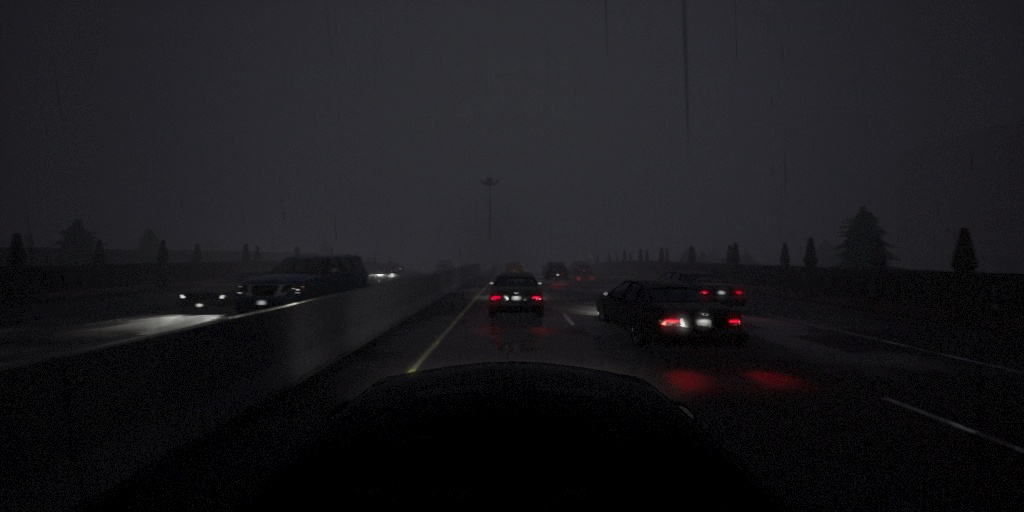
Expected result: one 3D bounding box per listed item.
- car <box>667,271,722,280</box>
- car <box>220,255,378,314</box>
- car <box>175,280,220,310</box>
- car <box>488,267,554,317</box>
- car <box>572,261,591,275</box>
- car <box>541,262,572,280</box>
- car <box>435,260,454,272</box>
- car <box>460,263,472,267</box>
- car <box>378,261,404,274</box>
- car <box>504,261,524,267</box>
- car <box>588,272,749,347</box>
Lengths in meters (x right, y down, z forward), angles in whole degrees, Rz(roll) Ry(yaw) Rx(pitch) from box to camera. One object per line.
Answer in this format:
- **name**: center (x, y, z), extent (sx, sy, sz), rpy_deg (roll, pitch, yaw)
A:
- **car**: center (7.140, 1.301, 14.692), extent (2.033, 1.411, 5.357), rpy_deg (0, 0, 0)
- **car**: center (-7.067, 0.962, 12.888), extent (2.150, 2.045, 5.566), rpy_deg (0, 0, 0)
- **car**: center (-10.561, 1.284, 14.771), extent (2.033, 1.411, 5.357), rpy_deg (0, 0, 0)
- **car**: center (0.134, 1.295, 13.130), extent (2.033, 1.411, 5.357), rpy_deg (0, 0, 0)
- **car**: center (7.207, 1.275, 38.158), extent (1.812, 1.442, 4.674), rpy_deg (0, 0, 0)
- **car**: center (3.696, 1.251, 31.077), extent (1.837, 1.490, 4.892), rpy_deg (0, 0, 0)
- **car**: center (-10.375, 1.576, 55.851), extent (2.150, 2.045, 5.566), rpy_deg (0, -4, 1)
- **car**: center (-6.883, 1.838, 55.001), extent (1.812, 1.442, 4.674), rpy_deg (0, -4, 1)
- **car**: center (-13.957, 1.309, 41.300), extent (1.994, 1.385, 4.181), rpy_deg (0, -1, 0)
- **car**: center (0.213, 1.219, 36.575), extent (1.882, 1.535, 5.008), rpy_deg (0, 0, 0)
- **car**: center (3.621, 1.299, 9.254), extent (2.033, 1.411, 5.357), rpy_deg (0, 0, 0)
